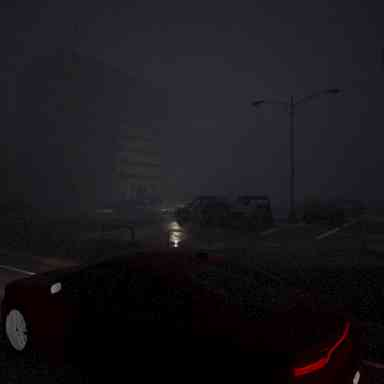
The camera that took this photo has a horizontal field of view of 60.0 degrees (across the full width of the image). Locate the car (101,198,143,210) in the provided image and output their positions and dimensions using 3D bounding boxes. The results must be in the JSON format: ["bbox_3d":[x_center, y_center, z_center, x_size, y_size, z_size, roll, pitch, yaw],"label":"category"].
[{"bbox_3d":[-9.291,1.547,43.529,2.033,1.411,5.357,0,0,34],"label":"car"}]

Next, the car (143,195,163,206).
[{"bbox_3d":[-6.659,1.352,53.703,2.097,1.767,4.553,0,0,34],"label":"car"}]

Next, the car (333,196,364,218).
[{"bbox_3d":[15.288,1.395,32.049,1.970,1.475,3.806,0,0,34],"label":"car"}]

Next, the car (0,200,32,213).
[{"bbox_3d":[-19.280,1.526,34.876,1.812,1.442,4.674,0,0,34],"label":"car"}]

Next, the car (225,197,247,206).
[{"bbox_3d":[7.371,1.526,55.460,1.812,1.442,4.674,0,0,34],"label":"car"}]

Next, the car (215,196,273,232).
[{"bbox_3d":[3.270,1.156,19.088,1.905,1.878,3.866,0,0,34],"label":"car"}]

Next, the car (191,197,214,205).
[{"bbox_3d":[1.896,1.613,60.043,1.895,1.301,4.718,0,0,34],"label":"car"}]

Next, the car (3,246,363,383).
[{"bbox_3d":[-0.565,1.478,4.390,5.008,1.535,1.882,0,0,35],"label":"car"}]

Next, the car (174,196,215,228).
[{"bbox_3d":[0.902,1.153,20.753,1.932,1.855,4.605,0,0,34],"label":"car"}]
